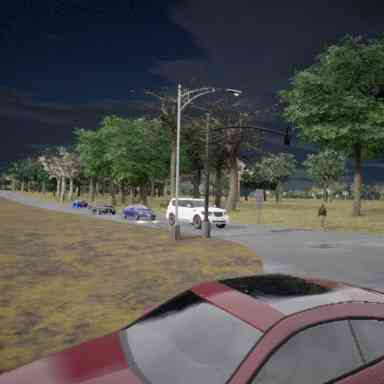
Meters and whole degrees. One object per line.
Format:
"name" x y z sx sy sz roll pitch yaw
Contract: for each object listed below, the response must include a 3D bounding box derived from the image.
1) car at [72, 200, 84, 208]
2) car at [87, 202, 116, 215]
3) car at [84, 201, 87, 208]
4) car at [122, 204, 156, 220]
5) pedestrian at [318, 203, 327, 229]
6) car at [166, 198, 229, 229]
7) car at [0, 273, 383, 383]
"car" -21.094 2.220 62.413 1.882 1.535 5.008 3 -2 -34
"car" -10.764 2.012 40.262 1.994 1.385 4.181 3 -2 -34
"car" -15.593 2.251 54.142 1.994 1.385 4.181 3 -2 -33
"car" -5.194 1.883 31.929 1.812 1.442 4.674 3 -2 -34
"pedestrian" 9.324 1.716 23.835 0.375 1.860 0.375 1 -1 -34
"car" 0.245 1.458 23.761 2.150 2.045 5.566 3 -2 -34
"car" 0.479 1.526 2.775 4.674 1.442 1.812 0 0 -26
